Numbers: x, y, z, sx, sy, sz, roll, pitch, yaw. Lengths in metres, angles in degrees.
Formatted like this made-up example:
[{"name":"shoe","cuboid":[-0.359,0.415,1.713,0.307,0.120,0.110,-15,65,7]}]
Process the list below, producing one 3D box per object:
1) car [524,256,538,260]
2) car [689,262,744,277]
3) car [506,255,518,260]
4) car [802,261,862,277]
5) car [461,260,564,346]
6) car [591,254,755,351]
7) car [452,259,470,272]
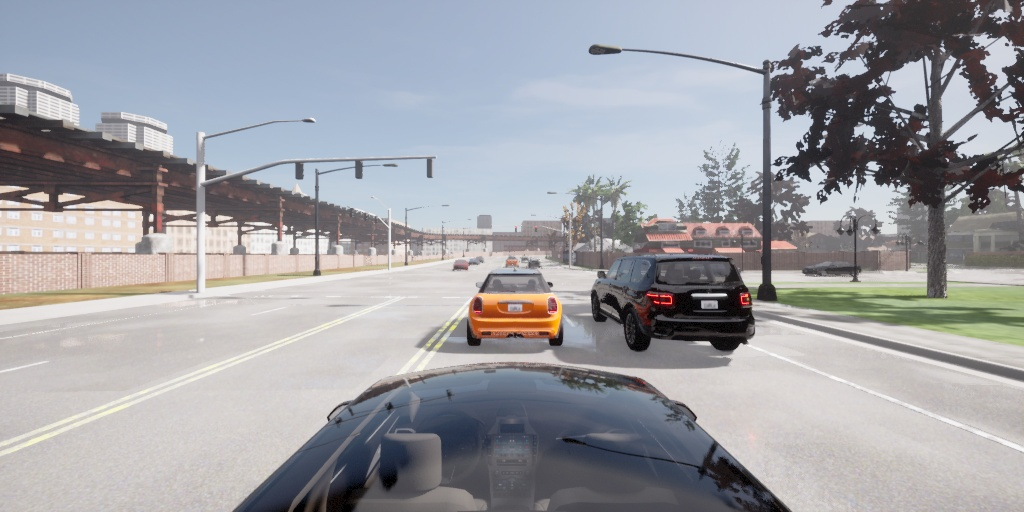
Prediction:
[{"name":"car","cuboid":[3.538,1.094,58.781,2.128,1.511,4.902,0,1,0]},{"name":"car","cuboid":[19.856,1.315,34.967,4.181,1.385,1.994,0,0,-2]},{"name":"car","cuboid":[0.031,0.913,62.139,2.097,1.767,4.553,0,1,0]},{"name":"car","cuboid":[31.365,1.228,35.273,5.008,1.535,1.882,0,0,-2]},{"name":"car","cuboid":[0.071,1.102,9.603,2.097,1.767,4.553,0,0,0]},{"name":"car","cuboid":[3.572,0.971,9.146,2.150,2.045,5.566,0,0,0]},{"name":"car","cuboid":[-6.742,1.179,46.758,1.882,1.535,5.008,0,0,-7]}]
